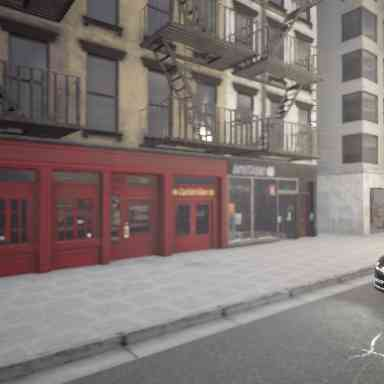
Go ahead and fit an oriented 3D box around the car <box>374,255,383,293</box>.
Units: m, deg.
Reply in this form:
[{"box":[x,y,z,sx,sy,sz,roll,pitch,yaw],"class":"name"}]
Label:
[{"box":[6.127,1.563,7.821,4.892,1.490,1.837,0,-1,-37],"class":"car"}]
